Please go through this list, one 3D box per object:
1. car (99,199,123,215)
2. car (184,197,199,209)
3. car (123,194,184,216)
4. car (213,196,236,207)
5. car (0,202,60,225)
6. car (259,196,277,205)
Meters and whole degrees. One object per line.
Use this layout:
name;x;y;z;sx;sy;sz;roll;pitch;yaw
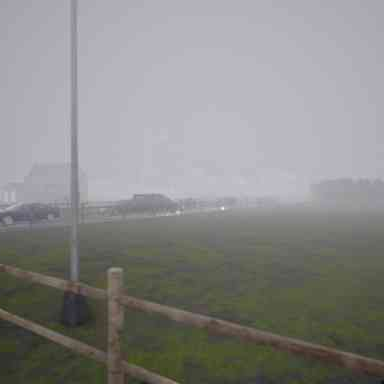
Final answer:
car;-6.845;1.472;32.432;2.128;1.511;4.902;-1;0;35
car;-0.988;1.441;40.938;1.837;1.490;4.892;-1;0;34
car;-3.561;1.163;31.993;2.150;2.045;5.566;-1;0;34
car;4.928;1.392;49.492;1.837;1.490;4.892;-1;0;34
car;-12.306;1.499;24.559;1.882;1.535;5.008;-1;0;36
car;12.759;1.372;55.725;1.994;1.385;4.181;-1;0;35
